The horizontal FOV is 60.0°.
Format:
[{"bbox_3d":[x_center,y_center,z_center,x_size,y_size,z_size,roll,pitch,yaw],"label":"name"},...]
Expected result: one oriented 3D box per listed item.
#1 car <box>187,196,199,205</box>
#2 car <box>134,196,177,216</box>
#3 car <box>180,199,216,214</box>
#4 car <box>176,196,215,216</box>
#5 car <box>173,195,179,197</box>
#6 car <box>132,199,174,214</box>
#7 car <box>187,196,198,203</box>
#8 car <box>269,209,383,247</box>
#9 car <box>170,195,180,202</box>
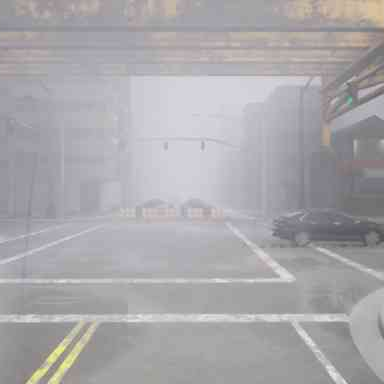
[{"bbox_3d":[0.142,1.451,57.775,2.038,1.542,4.974,0,0,0],"label":"car"},{"bbox_3d":[-3.648,1.452,31.485,2.038,1.542,4.974,0,0,25],"label":"car"},{"bbox_3d":[0.494,1.294,31.227,1.853,1.218,4.536,0,0,-20],"label":"car"},{"bbox_3d":[0.513,1.452,31.178,2.038,1.542,4.974,0,0,-20],"label":"car"},{"bbox_3d":[-3.289,1.451,66.296,2.038,1.542,4.974,0,0,0],"label":"car"},{"bbox_3d":[-3.626,1.294,31.533,1.853,1.218,4.536,0,0,25],"label":"car"},{"bbox_3d":[0.142,1.293,57.826,1.853,1.218,4.536,0,0,0],"label":"car"},{"bbox_3d":[5.873,1.500,14.441,4.892,1.490,1.837,0,0,0],"label":"car"},{"bbox_3d":[-3.290,1.293,66.348,1.853,1.218,4.536,0,0,0],"label":"car"}]
